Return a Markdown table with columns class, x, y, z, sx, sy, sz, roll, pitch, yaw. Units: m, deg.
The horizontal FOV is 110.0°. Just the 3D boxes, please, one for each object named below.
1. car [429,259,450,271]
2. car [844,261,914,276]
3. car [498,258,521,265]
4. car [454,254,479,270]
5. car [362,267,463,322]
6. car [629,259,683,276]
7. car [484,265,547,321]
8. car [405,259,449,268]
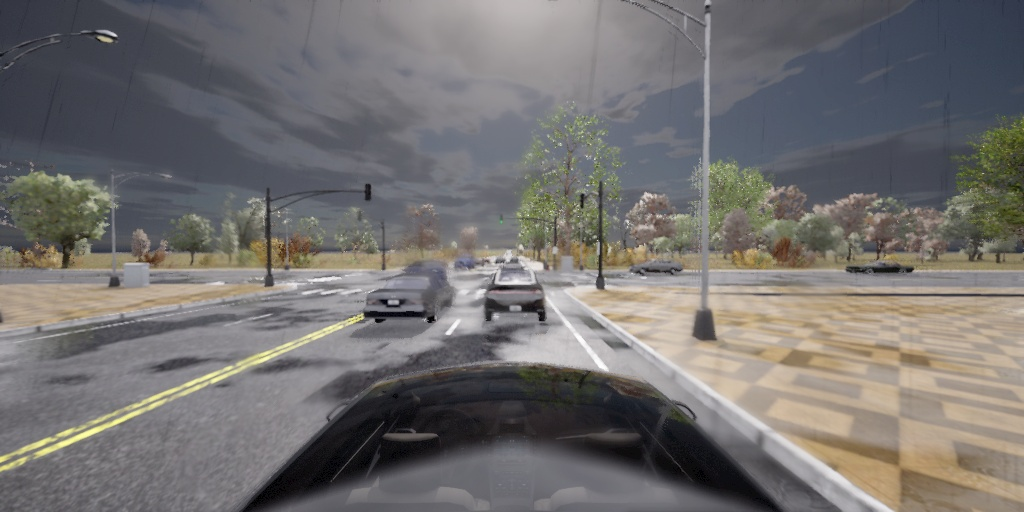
| class | x | y | z | sx | sy | sz | roll | pitch | yaw |
| --- | --- | --- | --- | --- | --- | --- | --- | --- | --- |
| car | -9.752 | 1.139 | 48.381 | 1.812 | 1.442 | 4.674 | 0 | 0 | 1 |
| car | 34.130 | 1.148 | 33.436 | 4.718 | 1.301 | 1.895 | 0 | 1 | 3 |
| car | 0.041 | 1.209 | 28.391 | 1.837 | 1.490 | 4.892 | 0 | 1 | 0 |
| car | -6.444 | 0.825 | 49.794 | 2.150 | 2.045 | 5.566 | 0 | 1 | 3 |
| car | -3.149 | 1.270 | 12.055 | 2.033 | 1.411 | 5.357 | 0 | 0 | 0 |
| car | 13.766 | 1.059 | 34.406 | 4.902 | 1.511 | 2.128 | 0 | 1 | 3 |
| car | 0.102 | 1.213 | 12.252 | 2.128 | 1.511 | 4.902 | 0 | 0 | 0 |
| car | -6.886 | 1.082 | 27.878 | 2.097 | 1.767 | 4.553 | -1 | 1 | -35 |
